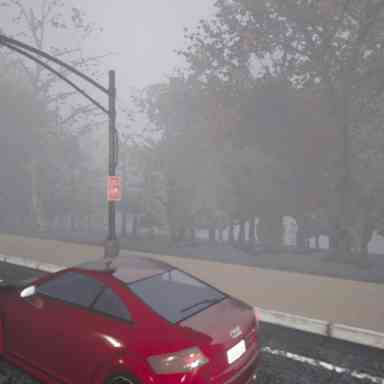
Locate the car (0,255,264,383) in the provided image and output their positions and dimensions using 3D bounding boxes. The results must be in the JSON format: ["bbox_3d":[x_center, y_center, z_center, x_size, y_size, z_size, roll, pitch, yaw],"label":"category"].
[{"bbox_3d":[-1.183,1.593,4.526,4.181,1.385,1.994,-1,0,35],"label":"car"}]
